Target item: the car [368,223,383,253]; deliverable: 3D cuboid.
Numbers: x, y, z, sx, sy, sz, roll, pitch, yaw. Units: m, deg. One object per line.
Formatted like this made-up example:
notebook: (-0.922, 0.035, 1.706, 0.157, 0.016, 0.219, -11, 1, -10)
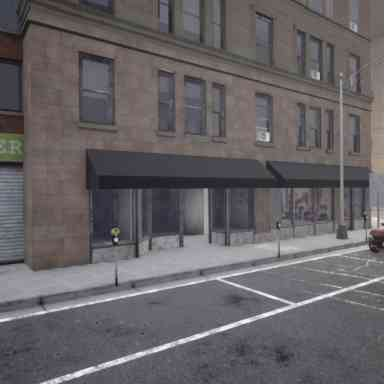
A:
car: (8.411, 1.542, 12.592, 4.507, 1.381, 1.887, 0, -1, -36)
